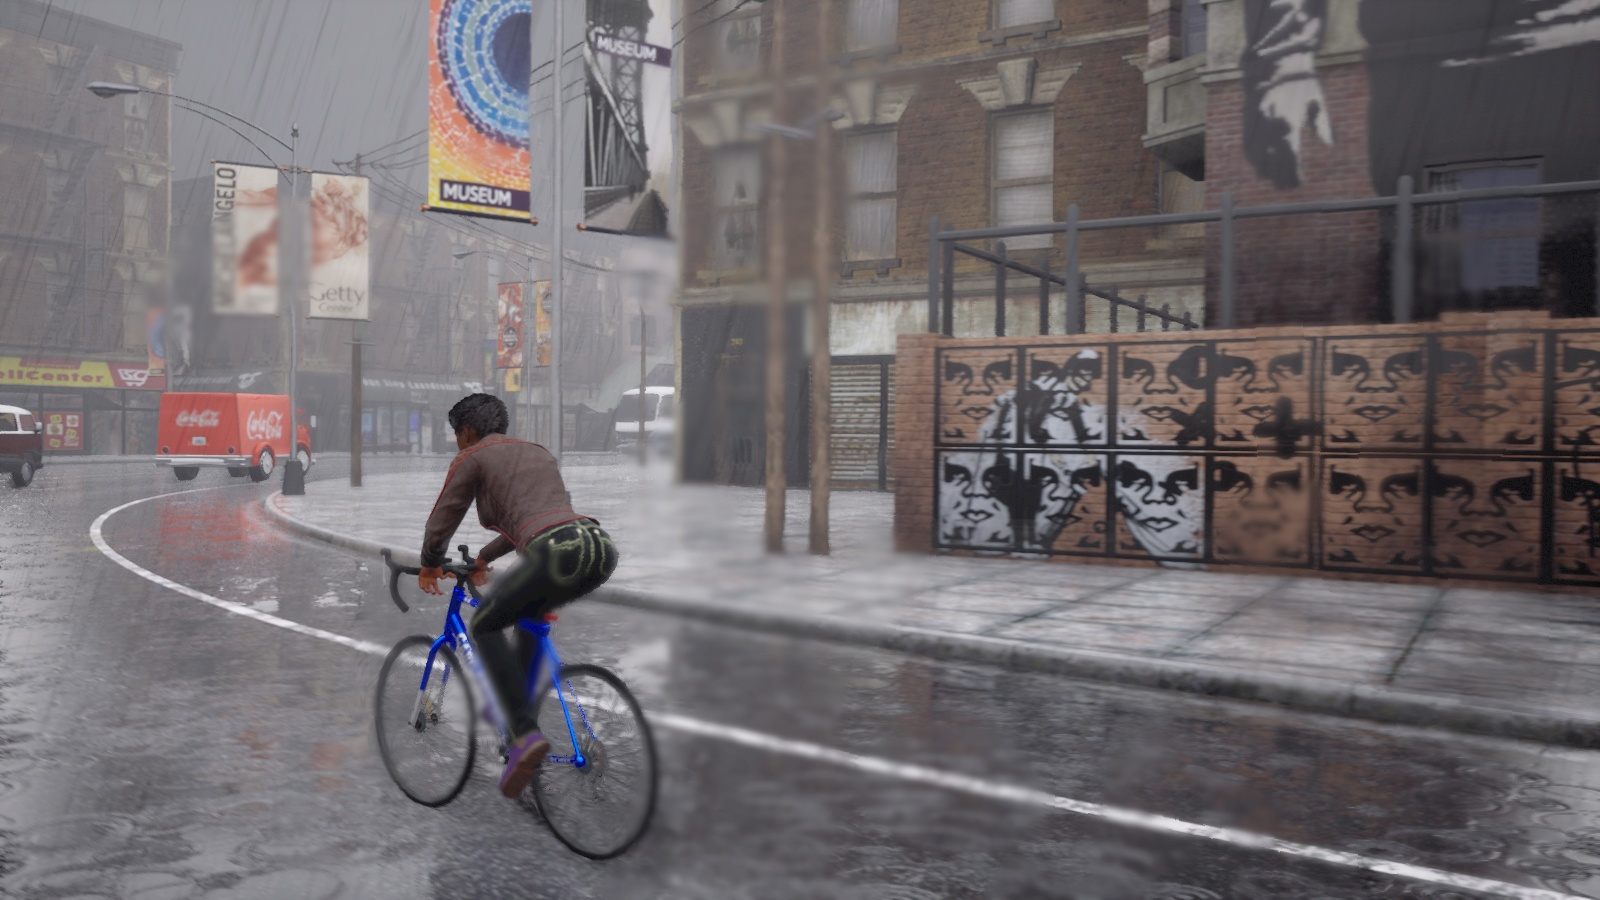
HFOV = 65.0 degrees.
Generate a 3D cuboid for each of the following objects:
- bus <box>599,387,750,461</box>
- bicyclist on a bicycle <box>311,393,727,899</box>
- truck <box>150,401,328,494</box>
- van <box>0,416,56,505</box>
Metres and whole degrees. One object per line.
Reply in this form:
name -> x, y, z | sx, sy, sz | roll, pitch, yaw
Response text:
bus -> -7.558, -1.595, 77.615 | 3.944, 4.253, 10.273 | 0, 1, 31
bicyclist on a bicycle -> -1.087, 0.633, 4.640 | 1.656, 1.620, 0.582 | 0, 0, 39
truck -> -16.117, -0.093, 36.484 | 2.627, 2.467, 5.204 | -1, 1, 3
van -> -19.390, 0.241, 29.241 | 2.069, 2.038, 4.480 | -1, 1, -10
